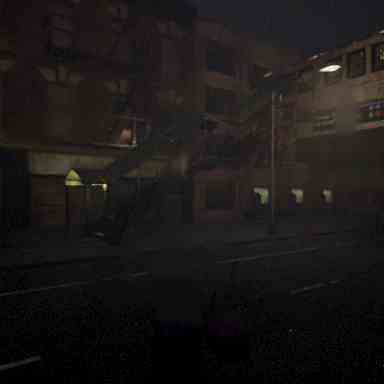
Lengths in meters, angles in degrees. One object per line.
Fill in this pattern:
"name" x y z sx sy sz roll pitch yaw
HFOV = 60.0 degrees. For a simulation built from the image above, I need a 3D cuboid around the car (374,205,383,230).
"car" 14.312 1.457 22.061 5.566 2.045 2.435 1 0 -36
